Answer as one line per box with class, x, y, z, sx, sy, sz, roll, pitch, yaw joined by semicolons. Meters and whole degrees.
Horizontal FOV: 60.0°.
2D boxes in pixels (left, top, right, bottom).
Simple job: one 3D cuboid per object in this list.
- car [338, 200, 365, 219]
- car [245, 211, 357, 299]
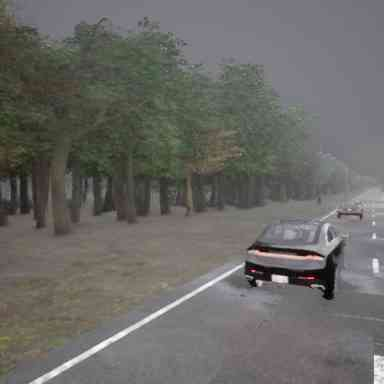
car;13.318;1.409;27.769;2.033;1.411;5.357;0;1;29
car;2.859;1.455;8.539;2.128;1.511;4.902;0;0;29
